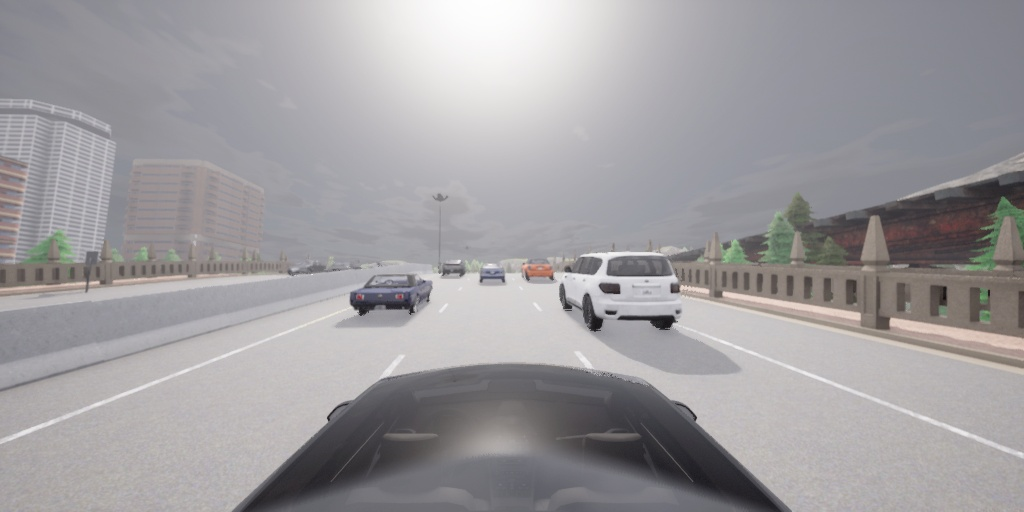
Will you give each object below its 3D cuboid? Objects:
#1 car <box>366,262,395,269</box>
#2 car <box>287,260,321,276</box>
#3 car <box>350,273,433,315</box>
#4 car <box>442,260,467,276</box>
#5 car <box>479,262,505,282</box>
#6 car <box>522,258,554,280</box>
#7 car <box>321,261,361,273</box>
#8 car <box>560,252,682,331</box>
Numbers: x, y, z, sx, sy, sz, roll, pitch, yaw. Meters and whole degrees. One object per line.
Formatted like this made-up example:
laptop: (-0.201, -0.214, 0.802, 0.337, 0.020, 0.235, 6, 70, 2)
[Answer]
car: (-12.662, 1.242, 34.994, 1.895, 1.301, 4.718, 0, -1, -3)
car: (-19.648, 1.148, 34.569, 2.128, 1.511, 4.902, 0, -1, -3)
car: (-4.185, 1.283, 13.276, 1.895, 1.301, 4.718, 0, 0, -3)
car: (-5.371, 1.087, 33.564, 2.128, 1.511, 4.902, 0, -1, -3)
car: (-1.450, 1.138, 26.449, 2.033, 1.411, 5.357, 0, 0, -3)
car: (1.943, 0.922, 28.388, 2.097, 1.767, 4.553, 0, 0, -3)
car: (-16.144, 1.209, 34.603, 1.994, 1.385, 4.181, 0, -1, -3)
car: (2.961, 0.905, 10.969, 2.150, 2.045, 5.566, 0, 0, -3)
